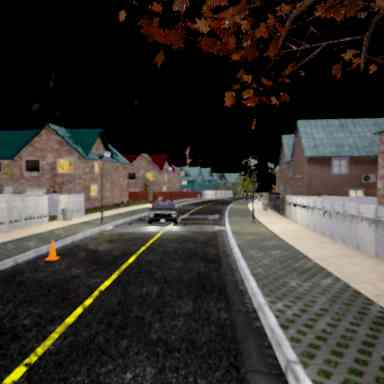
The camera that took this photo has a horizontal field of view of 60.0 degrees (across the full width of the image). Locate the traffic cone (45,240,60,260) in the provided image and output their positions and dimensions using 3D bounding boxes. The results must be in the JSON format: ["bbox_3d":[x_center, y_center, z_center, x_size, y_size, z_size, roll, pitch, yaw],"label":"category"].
[{"bbox_3d":[-4.345,1.788,10.377,0.340,0.580,0.340,0,1,3],"label":"traffic cone"}]

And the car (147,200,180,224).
[{"bbox_3d":[-1.818,1.238,21.789,2.033,1.411,5.357,0,1,-3],"label":"car"}]
